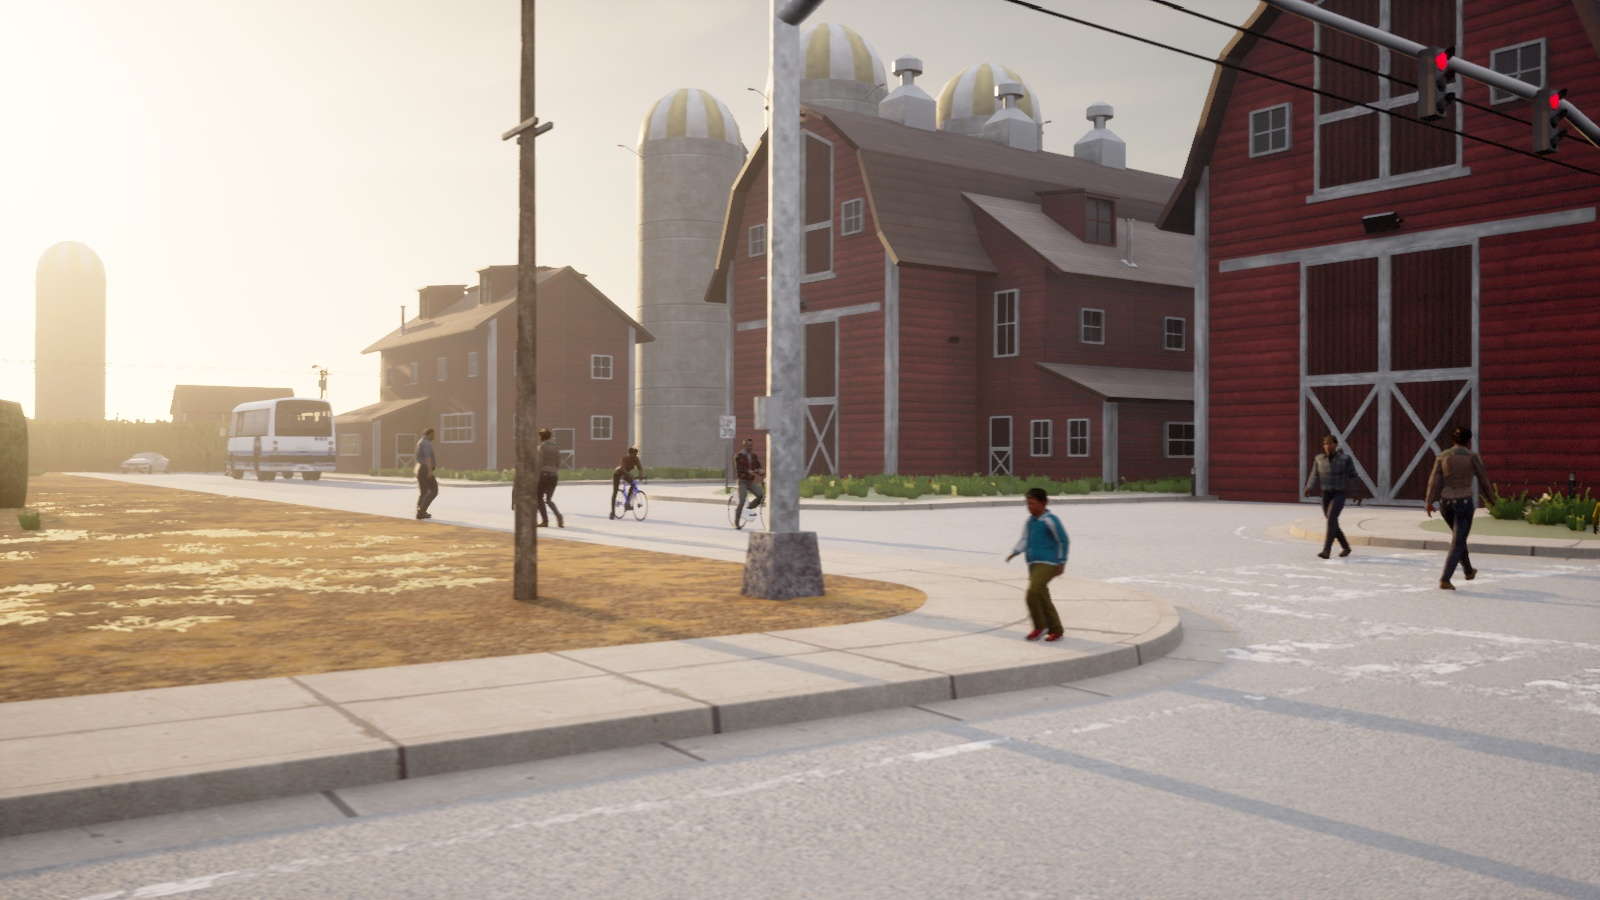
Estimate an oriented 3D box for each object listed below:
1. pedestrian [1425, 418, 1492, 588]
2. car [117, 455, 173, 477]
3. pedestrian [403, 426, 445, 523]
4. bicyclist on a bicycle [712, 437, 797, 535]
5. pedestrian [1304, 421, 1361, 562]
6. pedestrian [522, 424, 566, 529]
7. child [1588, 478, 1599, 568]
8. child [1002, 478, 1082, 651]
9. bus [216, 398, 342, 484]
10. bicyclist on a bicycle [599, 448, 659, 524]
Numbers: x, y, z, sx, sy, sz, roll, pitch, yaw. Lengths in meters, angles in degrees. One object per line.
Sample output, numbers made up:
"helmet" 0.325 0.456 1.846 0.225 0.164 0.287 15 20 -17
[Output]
"pedestrian" 7.196 0.563 13.714 0.869 1.805 0.328 0 0 -39
"car" -44.195 1.081 84.828 1.812 1.442 4.674 0 0 -7
"pedestrian" -7.329 0.470 24.465 0.694 1.848 0.540 0 0 -28
"bicyclist on a bicycle" -0.873 0.664 23.695 0.659 1.776 1.843 -1 0 -36
"pedestrian" 7.564 0.577 17.838 0.788 1.949 0.423 0 0 -40
"pedestrian" -4.524 0.460 22.187 0.869 1.805 0.328 0 0 44
"child" 10.535 0.950 16.381 0.473 1.160 0.299 0 0 -39
"child" 1.728 0.800 8.975 0.448 1.192 0.343 0 0 -26
"bus" -28.074 -0.407 67.277 3.944 4.253 10.273 0 0 -36
"bicyclist on a bicycle" -3.785 0.769 27.725 0.582 1.620 1.656 0 0 -36
